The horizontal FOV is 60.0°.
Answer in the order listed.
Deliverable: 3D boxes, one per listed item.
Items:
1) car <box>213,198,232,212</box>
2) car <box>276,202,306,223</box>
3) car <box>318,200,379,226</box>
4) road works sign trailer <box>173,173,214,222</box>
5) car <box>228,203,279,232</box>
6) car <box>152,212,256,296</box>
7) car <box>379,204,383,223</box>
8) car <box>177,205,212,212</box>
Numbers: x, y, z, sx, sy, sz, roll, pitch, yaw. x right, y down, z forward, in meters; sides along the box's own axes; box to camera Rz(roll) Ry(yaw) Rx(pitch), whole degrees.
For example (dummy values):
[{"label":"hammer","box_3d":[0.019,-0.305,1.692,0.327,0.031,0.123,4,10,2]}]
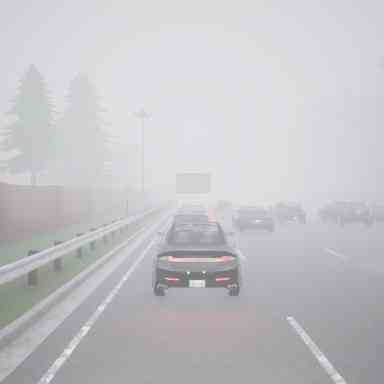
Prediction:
[{"label":"car","box_3d":[3.601,1.504,38.318,1.837,1.490,4.892,0,0,0]},{"label":"car","box_3d":[7.100,1.507,25.212,1.837,1.490,4.892,0,0,0]},{"label":"car","box_3d":[10.600,1.353,23.308,2.097,1.767,4.553,0,0,0]},{"label":"road works sign trailer","box_3d":[0.069,0.464,22.970,2.380,3.560,2.880,0,0,-1]},{"label":"car","box_3d":[3.600,1.564,20.139,1.994,1.385,4.181,0,0,0]},{"label":"car","box_3d":[0.100,1.491,8.615,2.128,1.511,4.902,0,0,0]},{"label":"car","box_3d":[14.100,1.565,25.188,1.994,1.385,4.181,0,0,0]},{"label":"car","box_3d":[0.077,1.474,19.050,1.882,1.535,5.008,0,0,4]}]
